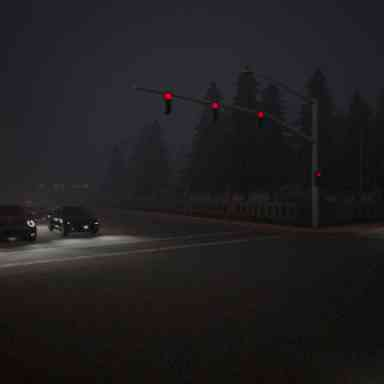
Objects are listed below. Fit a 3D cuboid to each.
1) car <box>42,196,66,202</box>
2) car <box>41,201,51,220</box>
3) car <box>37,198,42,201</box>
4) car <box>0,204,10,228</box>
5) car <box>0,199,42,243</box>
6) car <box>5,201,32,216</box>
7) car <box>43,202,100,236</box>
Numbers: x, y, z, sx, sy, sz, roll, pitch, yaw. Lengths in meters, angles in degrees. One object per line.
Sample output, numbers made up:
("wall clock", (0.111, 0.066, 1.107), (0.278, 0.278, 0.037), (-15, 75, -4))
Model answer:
("car", (-20.741, 1.425, 50.591), (2.097, 1.767, 4.553), (0, 0, -36))
("car", (-12.271, 1.661, 26.554), (1.895, 1.301, 4.718), (0, 0, -36))
("car", (-26.011, 1.673, 57.862), (1.895, 1.301, 4.718), (0, 0, -36))
("car", (-13.985, 1.618, 22.948), (1.994, 1.385, 4.181), (0, 0, -36))
("car", (-8.927, 1.406, 15.939), (2.097, 1.767, 4.553), (0, 0, -36))
("car", (-18.289, 1.661, 34.900), (1.895, 1.301, 4.718), (0, 0, -36))
("car", (-6.853, 1.565, 19.044), (1.837, 1.490, 4.892), (0, 0, -36))
